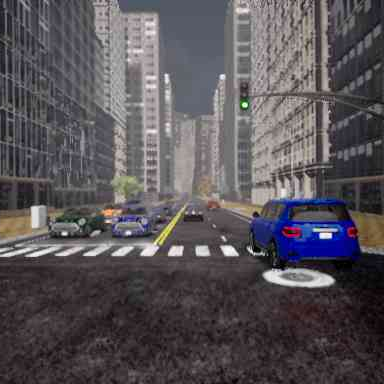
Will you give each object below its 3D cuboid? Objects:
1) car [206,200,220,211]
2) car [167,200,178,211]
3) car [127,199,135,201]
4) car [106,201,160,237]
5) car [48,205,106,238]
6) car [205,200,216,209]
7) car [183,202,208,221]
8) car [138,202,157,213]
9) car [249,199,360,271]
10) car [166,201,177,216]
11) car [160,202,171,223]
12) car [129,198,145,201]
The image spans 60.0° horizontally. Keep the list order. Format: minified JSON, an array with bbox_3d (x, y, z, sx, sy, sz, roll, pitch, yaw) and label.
[{"bbox_3d":[3.313,2.097,51.746,1.882,1.535,5.008,-1,-1,0],"label":"car"},{"bbox_3d":[-3.193,1.998,49.149,2.097,1.767,4.553,-1,-1,0],"label":"car"},{"bbox_3d":[-6.556,1.740,28.251,2.097,1.767,4.553,-1,-1,0],"label":"car"},{"bbox_3d":[-3.327,1.588,19.655,2.097,1.767,4.553,-1,-1,0],"label":"car"},{"bbox_3d":[-6.609,1.619,19.614,2.097,1.767,4.553,-1,-1,1],"label":"car"},{"bbox_3d":[3.327,2.281,61.762,1.812,1.442,4.674,-1,-1,0],"label":"car"},{"bbox_3d":[0.135,1.920,31.759,2.033,1.411,5.357,-1,-1,0],"label":"car"},{"bbox_3d":[-6.442,2.212,48.255,2.033,1.411,5.357,-1,-1,0],"label":"car"},{"bbox_3d":[3.369,1.244,11.055,2.150,2.045,5.566,0,-1,0],"label":"car"},{"bbox_3d":[-3.222,2.071,39.089,1.994,1.385,4.181,-1,-1,1],"label":"car"},{"bbox_3d":[-3.302,1.916,29.123,2.033,1.411,5.357,-1,-1,0],"label":"car"},{"bbox_3d":[-6.490,1.741,37.781,2.150,2.045,5.566,-1,-1,1],"label":"car"}]
